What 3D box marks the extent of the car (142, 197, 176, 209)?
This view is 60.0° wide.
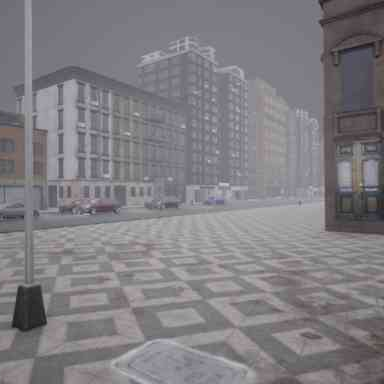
[{"bbox_3d":[-4.467,1.445,45.733,1.882,1.535,5.008,-1,0,36],"label":"car"}]

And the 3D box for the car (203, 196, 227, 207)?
[{"bbox_3d":[3.580,1.399,51.376,1.882,1.535,5.008,-1,0,36],"label":"car"}]

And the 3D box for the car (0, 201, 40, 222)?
[{"bbox_3d":[-14.324,1.549,26.246,1.994,1.385,4.181,-1,0,35],"label":"car"}]

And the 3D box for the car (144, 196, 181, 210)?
[{"bbox_3d":[-3.424,1.299,41.599,2.097,1.767,4.553,-1,0,35],"label":"car"}]

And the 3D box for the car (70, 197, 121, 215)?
[{"bbox_3d":[-9.337,1.320,33.279,2.097,1.767,4.553,-1,0,35],"label":"car"}]

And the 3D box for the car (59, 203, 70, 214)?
[{"bbox_3d":[-11.717,1.471,35.535,1.882,1.535,5.008,-1,0,35],"label":"car"}]
